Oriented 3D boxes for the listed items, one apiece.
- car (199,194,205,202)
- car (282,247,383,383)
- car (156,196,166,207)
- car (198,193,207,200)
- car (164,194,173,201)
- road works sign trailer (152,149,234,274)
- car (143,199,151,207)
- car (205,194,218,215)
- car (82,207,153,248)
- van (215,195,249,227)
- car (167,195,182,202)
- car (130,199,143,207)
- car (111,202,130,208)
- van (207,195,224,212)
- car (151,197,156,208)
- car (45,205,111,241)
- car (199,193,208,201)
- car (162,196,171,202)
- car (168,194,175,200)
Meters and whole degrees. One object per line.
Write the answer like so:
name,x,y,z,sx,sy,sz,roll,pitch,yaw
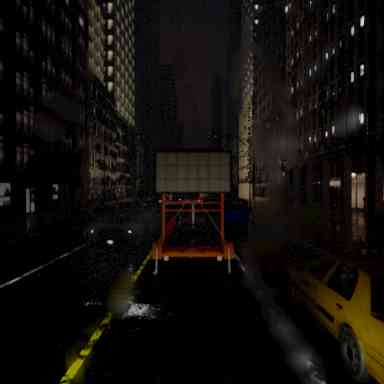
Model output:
car,2.797,1.460,61.874,2.008,1.369,4.403,-1,0,0
car,2.690,1.518,5.208,1.752,1.417,4.829,-1,0,0
car,-5.605,1.477,50.523,2.008,1.369,4.403,-1,0,0
car,2.848,1.181,90.293,2.192,1.841,5.009,-1,0,0
car,-5.552,1.324,78.941,1.967,1.590,4.097,-1,0,0
road works sign trailer,0.033,0.449,10.459,2.380,3.560,2.880,0,0,0
car,-5.638,1.502,33.472,2.008,1.369,4.403,-1,0,0
car,2.741,1.266,33.456,2.192,1.841,5.009,-1,0,0
car,-3.075,1.579,14.761,1.895,1.301,4.718,0,0,0
van,2.720,1.309,22.089,1.690,1.788,3.998,-1,0,0
car,-2.889,1.284,60.072,2.097,1.767,4.553,0,0,0
car,-5.648,1.504,27.789,1.887,1.381,4.507,-1,0,0
car,-5.658,1.534,22.105,1.947,1.339,4.313,-1,0,0
van,2.752,1.284,39.140,1.690,1.788,3.998,-1,0,0
car,-5.626,1.525,39.156,1.802,1.307,4.206,-1,0,0
car,-5.669,1.527,16.422,2.008,1.369,4.403,-1,0,0
car,2.838,1.190,84.609,2.192,1.841,5.009,-1,0,0
car,-5.562,1.474,73.258,1.802,1.307,4.206,-1,0,0
car,-5.530,1.392,90.139,1.752,1.417,4.829,-1,0,0
